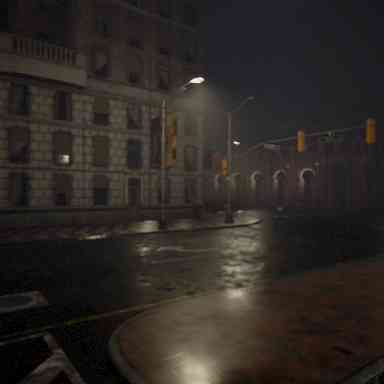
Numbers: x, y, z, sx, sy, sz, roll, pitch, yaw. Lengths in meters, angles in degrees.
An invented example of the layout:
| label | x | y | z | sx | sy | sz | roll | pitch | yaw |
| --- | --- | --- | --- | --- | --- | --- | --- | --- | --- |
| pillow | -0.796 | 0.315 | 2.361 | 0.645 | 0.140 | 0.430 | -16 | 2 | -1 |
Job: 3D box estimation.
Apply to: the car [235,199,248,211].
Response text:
| label | x | y | z | sx | sy | sz | roll | pitch | yaw |
| --- | --- | --- | --- | --- | --- | --- | --- | --- | --- |
| car | 5.493 | 1.700 | 45.039 | 1.812 | 1.442 | 4.674 | 0 | 0 | -36 |

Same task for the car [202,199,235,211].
| label | x | y | z | sx | sy | sz | roll | pitch | yaw |
| --- | --- | --- | --- | --- | --- | --- | --- | --- | --- |
| car | 2.748 | 1.646 | 42.859 | 2.128 | 1.511 | 4.902 | 0 | 0 | -36 |

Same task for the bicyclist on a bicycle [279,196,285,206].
| label | x | y | z | sx | sy | sz | roll | pitch | yaw |
| --- | --- | --- | --- | --- | --- | --- | --- | --- | --- |
| bicyclist on a bicycle | 15.236 | 1.558 | 56.264 | 1.656 | 1.620 | 0.582 | 0 | 0 | -36 |
